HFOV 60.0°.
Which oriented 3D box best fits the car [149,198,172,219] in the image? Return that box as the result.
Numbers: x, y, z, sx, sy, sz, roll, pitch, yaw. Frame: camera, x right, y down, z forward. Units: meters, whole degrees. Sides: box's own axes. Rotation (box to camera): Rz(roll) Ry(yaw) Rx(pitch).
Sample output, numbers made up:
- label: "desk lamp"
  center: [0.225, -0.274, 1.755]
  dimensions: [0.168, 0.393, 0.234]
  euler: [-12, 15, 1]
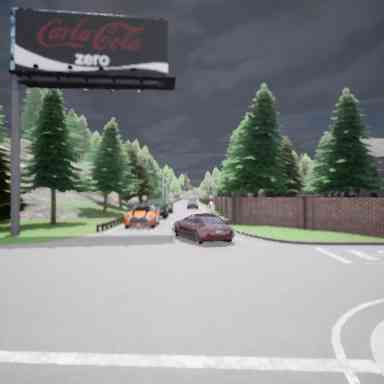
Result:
- label: "car"
  center: [-3.596, 1.654, 34.180]
  dimensions: [2.150, 2.045, 5.566]
  euler: [0, -1, 0]

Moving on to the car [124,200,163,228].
- label: "car"
  center: [-3.599, 1.663, 24.582]
  dimensions: [2.097, 1.767, 4.553]
  euler: [0, -1, 0]

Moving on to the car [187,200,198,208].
- label: "car"
  center: [0.102, 2.318, 56.792]
  dimensions: [1.895, 1.301, 4.718]
  euler: [0, -1, 0]

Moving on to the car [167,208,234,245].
- label: "car"
  center: [0.497, 1.854, 17.825]
  dimensions: [1.994, 1.385, 4.181]
  euler: [-2, 2, -25]

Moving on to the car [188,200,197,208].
- label: "car"
  center: [0.109, 2.349, 66.850]
  dimensions: [1.837, 1.490, 4.892]
  euler: [0, -1, 0]
